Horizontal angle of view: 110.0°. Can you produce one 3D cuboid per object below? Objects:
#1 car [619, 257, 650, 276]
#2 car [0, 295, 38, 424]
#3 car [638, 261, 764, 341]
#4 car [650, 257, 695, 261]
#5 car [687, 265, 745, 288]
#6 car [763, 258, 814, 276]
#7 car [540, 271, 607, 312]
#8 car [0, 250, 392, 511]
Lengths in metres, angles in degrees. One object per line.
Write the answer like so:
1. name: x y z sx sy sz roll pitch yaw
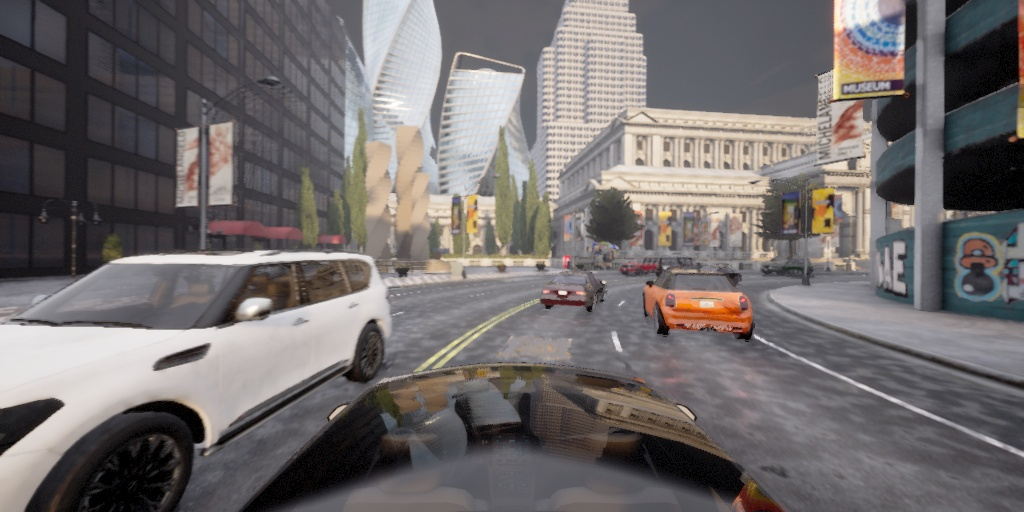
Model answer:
1. car: 14.138 1.094 38.823 5.566 2.045 2.150 1 0 -31
2. car: -6.831 1.208 2.120 1.812 1.442 4.674 0 0 1
3. car: 5.091 1.148 10.438 2.097 1.767 4.553 1 0 15
4. car: 14.358 1.098 30.350 5.566 2.045 2.150 1 0 -39
5. car: 15.216 1.434 26.638 5.357 1.411 2.033 1 0 -41
6. car: 31.990 1.268 41.706 5.566 2.045 2.150 1 0 -8
7. car: 2.664 1.317 14.627 2.033 1.411 5.357 1 0 22
8. car: -3.370 0.937 4.180 2.150 2.045 5.566 0 0 5
